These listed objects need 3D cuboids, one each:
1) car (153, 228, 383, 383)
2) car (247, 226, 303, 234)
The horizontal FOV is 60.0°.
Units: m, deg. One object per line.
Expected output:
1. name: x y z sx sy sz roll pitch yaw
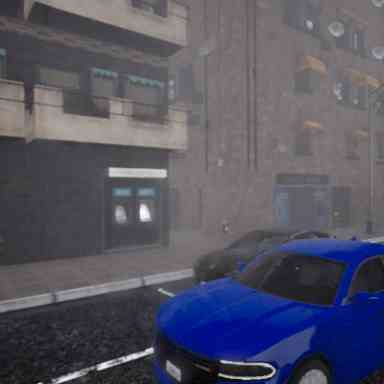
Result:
1. car: 1.851 1.462 4.697 5.008 1.535 1.882 0 0 -35
2. car: 2.053 1.542 8.030 4.313 1.339 1.947 0 0 -35
